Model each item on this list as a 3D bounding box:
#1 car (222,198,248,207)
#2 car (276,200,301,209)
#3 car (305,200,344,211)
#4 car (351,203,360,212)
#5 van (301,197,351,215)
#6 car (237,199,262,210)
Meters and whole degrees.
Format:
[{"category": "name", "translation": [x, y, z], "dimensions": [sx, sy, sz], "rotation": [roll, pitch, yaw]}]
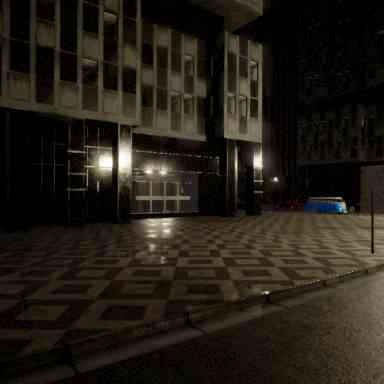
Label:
[{"category": "car", "translation": [7.423, 1.840, 57.643], "dimensions": [1.752, 1.417, 4.829], "rotation": [0, 0, -36]}, {"category": "car", "translation": [14.093, 1.819, 48.315], "dimensions": [1.802, 1.307, 4.206], "rotation": [0, 0, -36]}, {"category": "car", "translation": [17.378, 1.749, 43.720], "dimensions": [2.008, 1.369, 4.403], "rotation": [0, 0, -36]}, {"category": "car", "translation": [20.664, 1.725, 39.125], "dimensions": [1.947, 1.339, 4.313], "rotation": [0, 0, -36]}, {"category": "van", "translation": [13.734, 1.425, 34.161], "dimensions": [1.690, 1.788, 3.998], "rotation": [0, 0, -36]}, {"category": "car", "translation": [7.164, 1.706, 43.350], "dimensions": [1.887, 1.381, 4.507], "rotation": [0, 0, -36]}]
